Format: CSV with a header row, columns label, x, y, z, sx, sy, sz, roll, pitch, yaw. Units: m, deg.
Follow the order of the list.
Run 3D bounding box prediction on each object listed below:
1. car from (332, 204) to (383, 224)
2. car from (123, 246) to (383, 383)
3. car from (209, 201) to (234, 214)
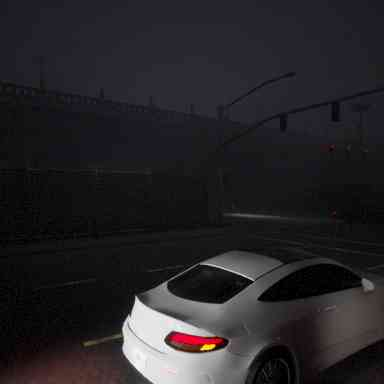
label,x,y,z,sx,sy,sz,roll,pitch,yaw
car,12.487,1.570,22.875,2.033,1.411,5.357,0,0,-36
car,1.343,1.526,4.745,4.674,1.442,1.812,0,0,-35
car,2.505,1.656,36.855,1.895,1.301,4.718,0,0,-36
